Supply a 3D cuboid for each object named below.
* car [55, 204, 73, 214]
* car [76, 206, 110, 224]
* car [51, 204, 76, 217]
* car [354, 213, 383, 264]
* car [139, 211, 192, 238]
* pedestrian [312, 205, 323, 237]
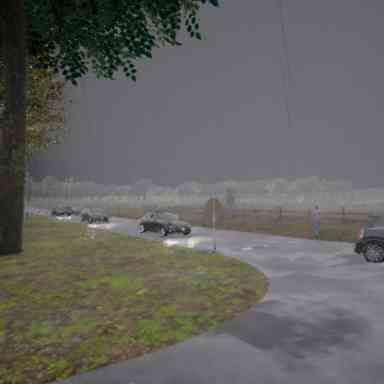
[{"bbox_3d":[-22.117,2.876,57.487,1.837,1.490,4.892,-1,-1,-34],"label":"car"},{"bbox_3d":[-9.938,2.354,33.914,1.837,1.490,4.892,-1,0,-34],"label":"car"},{"bbox_3d":[-18.372,2.718,46.691,2.033,1.411,5.357,-1,-1,-33],"label":"car"},{"bbox_3d":[8.077,1.529,11.365,4.553,1.767,2.097,-1,-2,29],"label":"car"},{"bbox_3d":[-1.861,2.043,21.787,1.837,1.490,4.892,-1,-1,-34],"label":"car"},{"bbox_3d":[7.170,1.640,19.006,0.375,1.860,0.375,-2,1,-34],"label":"pedestrian"}]
